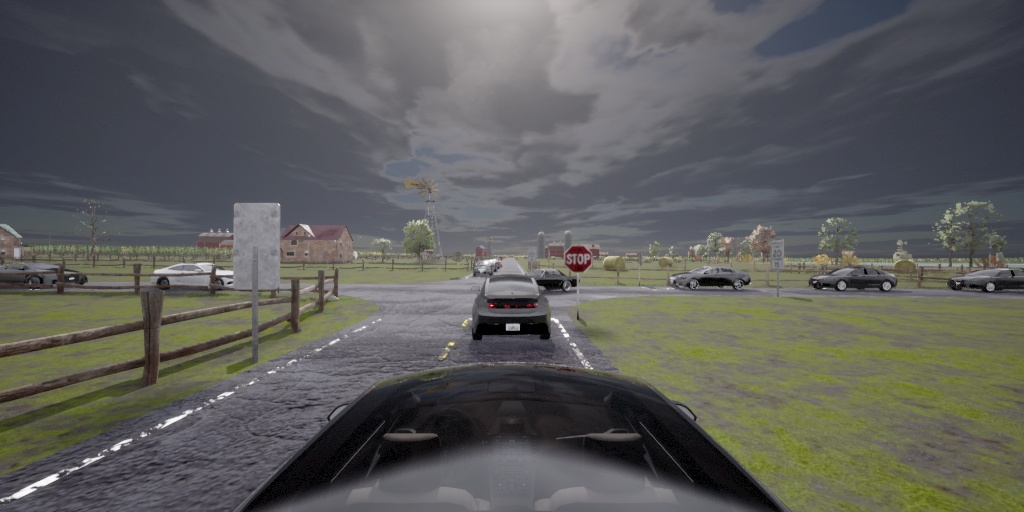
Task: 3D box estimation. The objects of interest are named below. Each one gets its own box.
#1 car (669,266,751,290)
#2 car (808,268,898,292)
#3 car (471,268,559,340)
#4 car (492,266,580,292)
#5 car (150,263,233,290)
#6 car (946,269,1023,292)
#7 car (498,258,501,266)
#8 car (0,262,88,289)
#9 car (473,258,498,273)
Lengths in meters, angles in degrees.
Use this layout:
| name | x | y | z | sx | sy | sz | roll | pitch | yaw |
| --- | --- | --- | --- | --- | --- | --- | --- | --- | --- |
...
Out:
| name | x | y | z | sx | sy | sz | roll | pitch | yaw |
| --- | --- | --- | --- | --- | --- | --- | --- | --- | --- |
| car | 12.788 | 1.397 | 23.273 | 4.902 | 1.511 | 2.128 | 1 | -1 | -2 |
| car | 22.189 | 1.499 | 23.449 | 4.892 | 1.490 | 1.837 | 1 | -1 | -1 |
| car | -0.078 | 1.256 | 9.992 | 1.837 | 1.490 | 4.892 | 0 | 0 | -2 |
| car | 1.491 | 1.369 | 20.039 | 4.718 | 1.301 | 1.895 | 1 | 0 | -35 |
| car | -17.252 | 1.104 | 19.939 | 4.674 | 1.442 | 1.812 | 1 | -1 | -1 |
| car | 31.692 | 1.587 | 23.575 | 4.892 | 1.490 | 1.837 | 1 | -1 | -1 |
| car | -2.874 | 1.242 | 46.123 | 2.128 | 1.511 | 4.902 | 0 | 0 | 0 |
| car | -26.372 | 1.048 | 19.813 | 4.181 | 1.385 | 1.994 | 1 | -1 | -1 |
| car | -2.877 | 1.243 | 36.677 | 2.128 | 1.511 | 4.902 | 0 | 0 | 0 |
